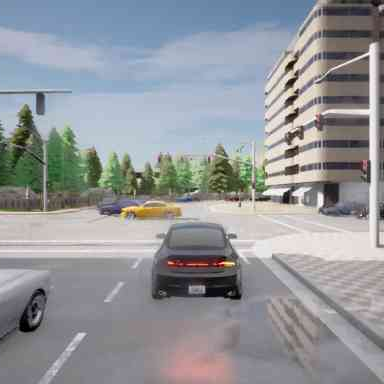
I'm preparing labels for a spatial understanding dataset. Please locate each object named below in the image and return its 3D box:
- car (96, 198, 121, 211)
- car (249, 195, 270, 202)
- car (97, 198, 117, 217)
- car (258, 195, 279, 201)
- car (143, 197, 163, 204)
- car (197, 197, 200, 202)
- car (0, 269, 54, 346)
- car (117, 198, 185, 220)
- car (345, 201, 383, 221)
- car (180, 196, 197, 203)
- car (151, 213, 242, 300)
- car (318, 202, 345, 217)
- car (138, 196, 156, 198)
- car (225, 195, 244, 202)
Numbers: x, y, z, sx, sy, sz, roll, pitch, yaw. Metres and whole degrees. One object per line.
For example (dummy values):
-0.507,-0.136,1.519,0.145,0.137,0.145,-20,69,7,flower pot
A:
-10.399,1.505,41.671,1.837,1.490,4.892,0,0,2,car
15.183,1.595,74.838,4.718,1.301,1.895,0,0,-33,car
-6.229,1.558,30.979,4.674,1.442,1.812,0,0,0,car
18.507,1.500,80.625,4.892,1.490,1.837,0,0,-22,car
-7.287,1.601,62.665,1.895,1.301,4.718,0,0,22,car
-0.353,1.540,74.806,2.033,1.411,5.357,0,0,38,car
-3.426,1.601,3.869,1.895,1.301,4.718,0,0,0,car
-3.287,1.501,27.493,5.008,1.535,1.882,0,0,0,car
15.758,1.560,27.565,4.892,1.490,1.837,0,0,0,car
-1.443,1.478,66.952,1.882,1.535,5.008,0,0,29,car
0.116,1.505,8.390,1.837,1.490,4.892,0,0,1,car
14.684,1.602,31.061,5.357,1.411,2.033,0,0,0,car
-6.757,1.352,46.477,2.097,1.767,4.553,0,0,3,car
9.710,1.478,75.109,5.008,1.535,1.882,0,0,-41,car
